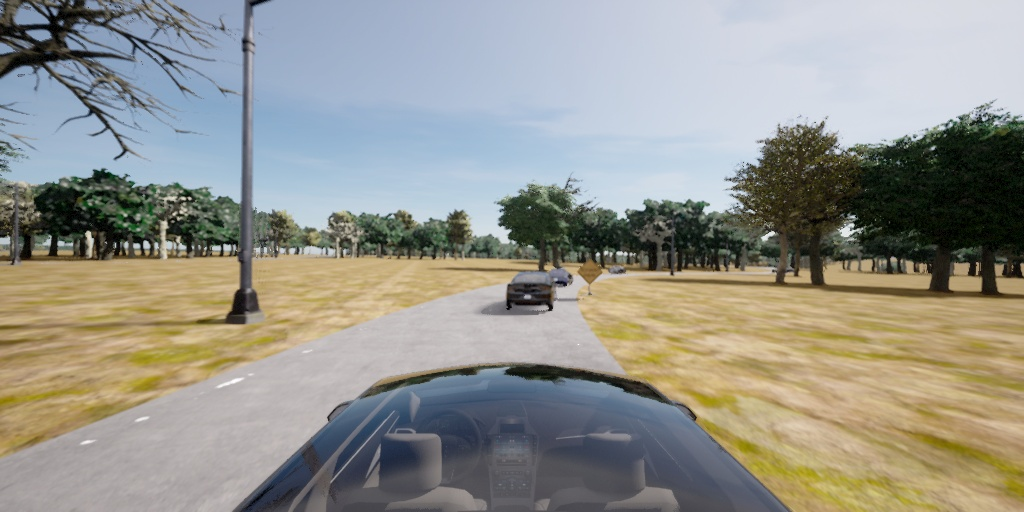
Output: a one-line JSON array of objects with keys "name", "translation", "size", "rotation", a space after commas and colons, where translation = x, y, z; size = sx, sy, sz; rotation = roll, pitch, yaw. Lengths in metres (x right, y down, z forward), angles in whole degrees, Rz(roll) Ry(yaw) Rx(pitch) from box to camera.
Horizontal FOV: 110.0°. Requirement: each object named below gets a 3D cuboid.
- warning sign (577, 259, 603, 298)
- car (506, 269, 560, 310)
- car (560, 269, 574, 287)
[{"name": "warning sign", "translation": [3.893, 1.084, 18.028], "size": [1.300, 1.860, 1.060], "rotation": [0, 0, 10]}, {"name": "car", "translation": [0.962, 1.405, 15.833], "size": [1.882, 1.535, 5.008], "rotation": [0, -1, 9]}, {"name": "car", "translation": [3.890, 1.746, 29.519], "size": [1.994, 1.385, 4.181], "rotation": [0, -1, 17]}]
